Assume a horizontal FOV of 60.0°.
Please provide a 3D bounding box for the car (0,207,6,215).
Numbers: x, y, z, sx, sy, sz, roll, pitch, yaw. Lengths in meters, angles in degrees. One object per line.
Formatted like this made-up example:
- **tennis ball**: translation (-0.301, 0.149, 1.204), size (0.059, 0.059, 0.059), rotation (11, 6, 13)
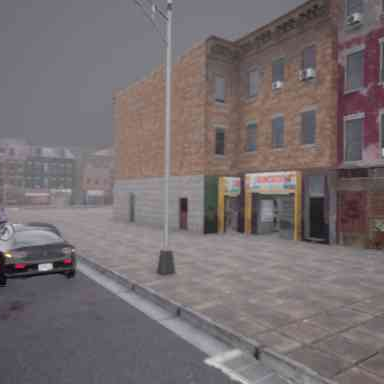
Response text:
- **car**: translation (-14.079, 1.709, 23.242), size (2.033, 1.411, 5.357), rotation (1, -1, -35)

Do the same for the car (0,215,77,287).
- **car**: translation (-4.720, 1.599, 9.655), size (1.812, 1.442, 4.674), rotation (1, -1, -35)
